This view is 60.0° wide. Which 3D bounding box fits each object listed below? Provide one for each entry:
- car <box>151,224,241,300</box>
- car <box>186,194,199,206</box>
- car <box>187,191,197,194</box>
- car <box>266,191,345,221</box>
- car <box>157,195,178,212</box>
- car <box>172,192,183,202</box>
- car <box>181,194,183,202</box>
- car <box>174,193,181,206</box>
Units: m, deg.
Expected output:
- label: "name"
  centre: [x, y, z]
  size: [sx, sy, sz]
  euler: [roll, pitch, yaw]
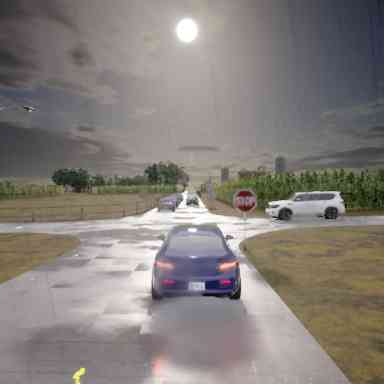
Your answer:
- label: "car"
  centre: [0.087, 1.524, 8.268]
  size: [1.812, 1.442, 4.674]
  euler: [0, 0, 0]
- label: "car"
  centre: [0.072, 1.369, 50.721]
  size: [1.895, 1.301, 4.718]
  euler: [0, 1, 0]
- label: "car"
  centre: [-0.044, 0.724, 75.570]
  size: [2.150, 2.045, 5.566]
  euler: [0, 1, 0]
- label: "car"
  centre: [8.331, 1.012, 24.584]
  size: [5.566, 2.045, 2.150]
  euler: [-1, 0, 0]
- label: "car"
  centre: [-2.813, 1.380, 37.107]
  size: [1.837, 1.490, 4.892]
  euler: [0, 0, -2]
- label: "car"
  centre: [-2.822, 0.967, 66.035]
  size: [2.097, 1.767, 4.553]
  euler: [0, 1, 0]
- label: "car"
  centre: [-2.862, 1.319, 56.234]
  size: [1.895, 1.301, 4.718]
  euler: [0, 1, 0]
- label: "car"
  centre: [-2.871, 1.280, 46.619]
  size: [1.882, 1.535, 5.008]
  euler: [0, 0, 0]
